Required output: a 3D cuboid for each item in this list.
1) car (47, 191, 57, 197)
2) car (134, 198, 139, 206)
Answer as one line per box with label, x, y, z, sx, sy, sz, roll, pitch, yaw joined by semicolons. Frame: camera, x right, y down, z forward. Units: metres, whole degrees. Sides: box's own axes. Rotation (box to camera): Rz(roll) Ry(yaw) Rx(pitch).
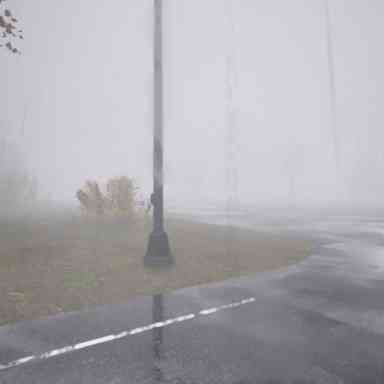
car;-35.513;0.508;84.103;1.994;1.385;4.181;-1;1;-28
car;-7.412;1.204;40.254;1.895;1.301;4.718;-1;1;-35
